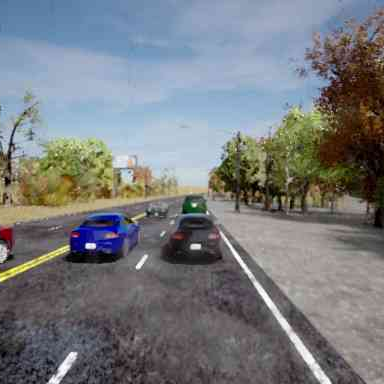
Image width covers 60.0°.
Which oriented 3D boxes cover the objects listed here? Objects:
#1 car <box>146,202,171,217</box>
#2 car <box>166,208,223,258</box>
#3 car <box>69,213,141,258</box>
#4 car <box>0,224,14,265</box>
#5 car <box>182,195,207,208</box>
[{"bbox_3d":[-3.034,1.618,30.900,1.895,1.301,4.718,1,0,0],"label":"car"},{"bbox_3d":[0.124,1.559,12.735,1.812,1.442,4.674,0,0,0],"label":"car"},{"bbox_3d":[-3.117,1.505,12.577,1.812,1.442,4.674,1,0,0],"label":"car"},{"bbox_3d":[-6.574,1.370,8.487,1.882,1.535,5.008,1,0,0],"label":"car"},{"bbox_3d":[0.233,1.288,30.953,2.150,2.045,5.566,1,0,1],"label":"car"}]
